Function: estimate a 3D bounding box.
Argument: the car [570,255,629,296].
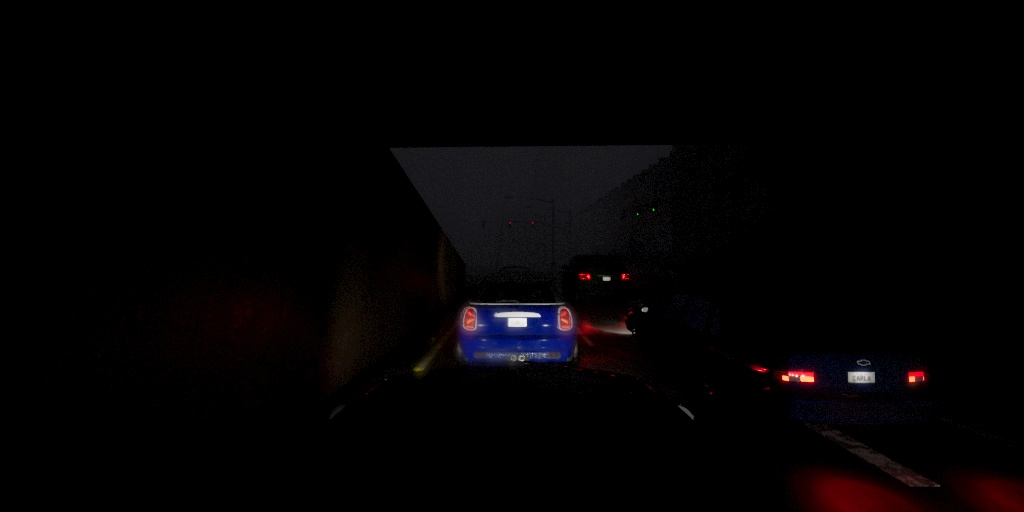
[{"bbox_3d":[3.646,0.971,16.454,2.150,2.045,5.566,0,0,0],"label":"car"}]

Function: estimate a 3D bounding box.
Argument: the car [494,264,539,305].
[{"bbox_3d":[0.133,1.228,17.262,1.882,1.535,5.008,0,0,-1],"label":"car"}]

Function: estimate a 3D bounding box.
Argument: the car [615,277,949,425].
[{"bbox_3d":[3.611,1.297,6.208,2.033,1.411,5.357,0,0,0],"label":"car"}]

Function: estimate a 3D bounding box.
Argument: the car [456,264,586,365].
[{"bbox_3d":[0.107,1.102,7.979,2.097,1.767,4.553,0,0,0],"label":"car"}]
